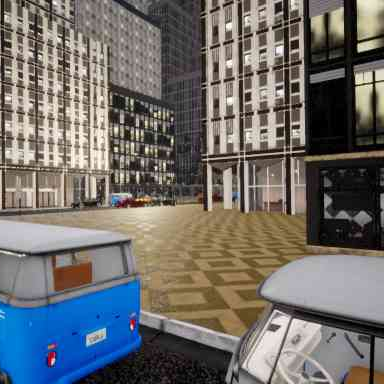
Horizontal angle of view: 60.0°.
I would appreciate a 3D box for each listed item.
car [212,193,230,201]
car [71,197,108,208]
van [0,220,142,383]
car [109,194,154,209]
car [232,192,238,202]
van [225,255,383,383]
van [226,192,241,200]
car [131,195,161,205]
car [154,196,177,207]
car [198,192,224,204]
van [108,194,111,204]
[{"bbox_3d":[6.178,1.017,71.079,1.967,1.590,4.097,0,0,36],"label":"car"},{"bbox_3d":[-13.816,1.404,43.776,1.947,1.339,4.313,0,0,36],"label":"car"},{"bbox_3d":[-2.545,1.342,4.703,3.998,1.788,1.690,0,-1,36],"label":"van"},{"bbox_3d":[-7.031,1.267,38.858,1.887,1.381,4.507,0,0,36],"label":"car"},{"bbox_3d":[6.293,1.101,57.053,2.008,1.369,4.403,0,0,36],"label":"car"},{"bbox_3d":[1.995,1.341,1.464,3.998,1.788,1.690,0,-1,36],"label":"van"},{"bbox_3d":[9.509,0.873,75.630,1.690,1.788,3.998,0,0,36],"label":"van"},{"bbox_3d":[-7.252,1.279,52.739,1.752,1.417,4.829,0,0,36],"label":"car"},{"bbox_3d":[-3.700,1.231,43.407,2.008,1.369,4.403,0,0,36],"label":"car"},{"bbox_3d":[2.960,0.909,52.504,2.192,1.841,5.009,0,0,36],"label":"car"},{"bbox_3d":[-10.485,1.136,48.326,1.690,1.788,3.998,0,0,36],"label":"van"}]
